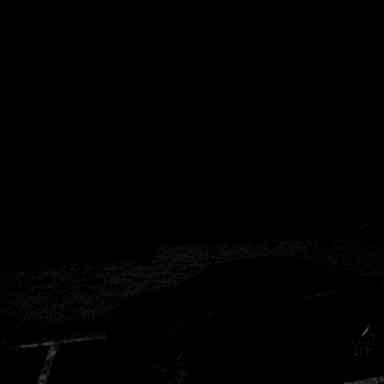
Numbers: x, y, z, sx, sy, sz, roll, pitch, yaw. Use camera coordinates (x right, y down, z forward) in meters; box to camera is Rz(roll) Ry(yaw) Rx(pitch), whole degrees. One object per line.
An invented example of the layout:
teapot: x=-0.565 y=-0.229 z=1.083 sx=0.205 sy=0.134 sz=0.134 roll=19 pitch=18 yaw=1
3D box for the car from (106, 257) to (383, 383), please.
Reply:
car: x=0.919 y=1.751 z=5.140 sx=4.313 sy=1.339 sz=1.947 roll=0 pitch=-2 yaw=-15

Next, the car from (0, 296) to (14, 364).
car: x=-4.513 y=1.768 z=3.636 sx=4.507 sy=1.381 sz=1.887 roll=0 pitch=-2 yaw=-15
